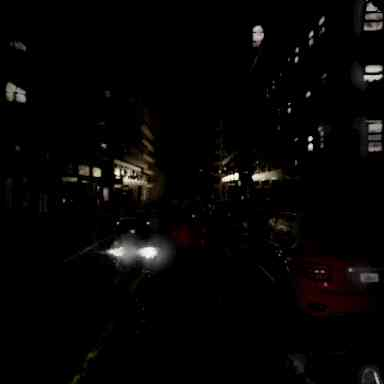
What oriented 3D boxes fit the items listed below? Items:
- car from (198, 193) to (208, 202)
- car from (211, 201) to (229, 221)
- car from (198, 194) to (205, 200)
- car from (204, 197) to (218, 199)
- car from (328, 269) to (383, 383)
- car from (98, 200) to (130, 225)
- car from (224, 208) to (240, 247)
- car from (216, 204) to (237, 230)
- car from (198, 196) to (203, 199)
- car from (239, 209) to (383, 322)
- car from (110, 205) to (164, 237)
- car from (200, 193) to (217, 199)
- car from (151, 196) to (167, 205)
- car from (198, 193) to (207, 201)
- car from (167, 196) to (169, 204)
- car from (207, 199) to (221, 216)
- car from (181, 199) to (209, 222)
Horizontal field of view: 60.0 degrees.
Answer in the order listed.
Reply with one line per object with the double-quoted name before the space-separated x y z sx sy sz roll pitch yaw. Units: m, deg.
"car" 2.577 1.268 79.308 2.192 1.841 5.009 -1 0 0
"car" 2.564 1.571 23.819 1.802 1.307 4.206 -1 0 0
"car" 2.582 1.384 90.406 1.967 1.590 4.097 -1 0 0
"car" 2.567 1.533 34.916 2.008 1.369 4.403 -1 0 0
"car" 2.557 1.565 1.623 1.947 1.339 4.313 -1 0 0
"car" -5.318 1.429 23.800 1.967 1.590 4.097 -1 0 0
"car" 2.560 1.545 12.720 2.008 1.369 4.403 -1 0 0
"car" 2.562 1.574 18.270 1.802 1.307 4.206 -1 0 0
"car" 0.112 1.577 43.687 1.895 1.301 4.718 0 0 0
"car" 2.555 1.312 7.171 2.192 1.841 5.009 -1 0 0
"car" -2.845 1.593 18.198 1.895 1.301 4.718 0 0 0
"car" 2.567 1.290 46.015 2.192 1.841 5.009 -1 0 0
"car" -5.309 1.498 51.375 1.752 1.417 4.829 -1 0 0
"car" 2.579 1.263 84.857 2.192 1.841 5.009 -1 0 0
"car" -5.307 1.405 62.643 1.967 1.590 4.097 -1 0 0
"car" 2.565 1.551 29.368 1.947 1.339 4.313 -1 0 0
"car" 0.107 1.513 25.831 1.812 1.442 4.674 0 0 0
